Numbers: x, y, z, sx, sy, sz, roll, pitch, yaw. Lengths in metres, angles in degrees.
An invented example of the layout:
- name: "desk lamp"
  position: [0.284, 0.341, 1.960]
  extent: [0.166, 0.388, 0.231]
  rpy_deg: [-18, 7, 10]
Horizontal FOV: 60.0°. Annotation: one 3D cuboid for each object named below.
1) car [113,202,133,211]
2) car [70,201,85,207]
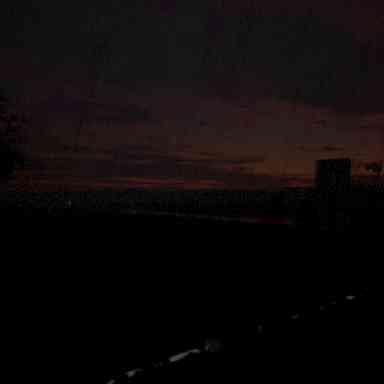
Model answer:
- name: "car"
  position: [-11.499, 2.385, 55.299]
  extent: [2.128, 1.511, 4.902]
  rpy_deg: [0, -1, -34]
- name: "car"
  position: [-29.228, 3.121, 86.073]
  extent: [2.033, 1.411, 5.357]
  rpy_deg: [0, -1, -34]
